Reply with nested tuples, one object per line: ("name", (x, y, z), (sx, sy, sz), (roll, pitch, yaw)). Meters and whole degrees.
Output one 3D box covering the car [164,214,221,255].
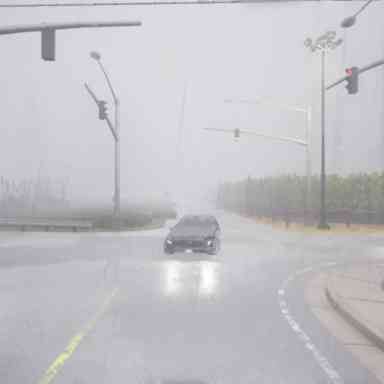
("car", (0.252, 1.638, 13.931), (2.033, 1.411, 5.357), (0, 0, 8))
